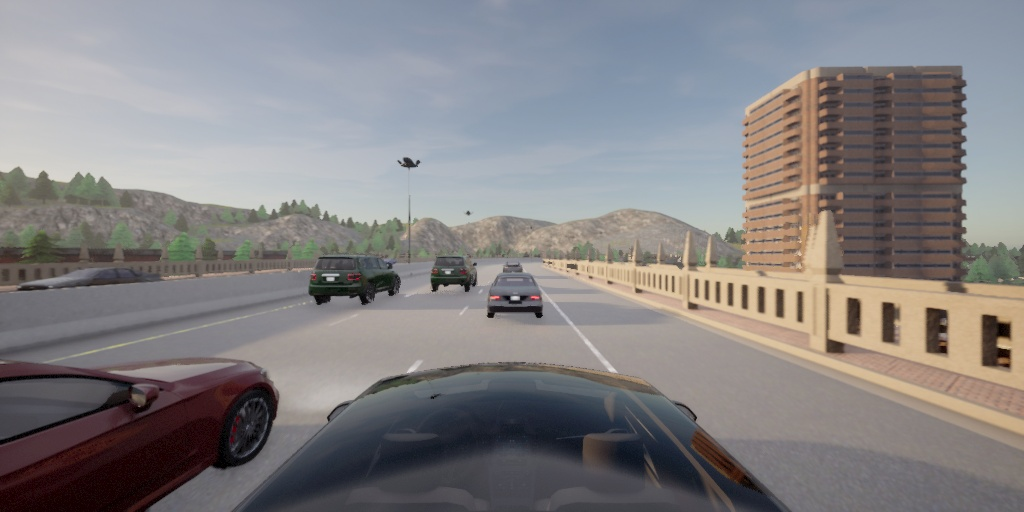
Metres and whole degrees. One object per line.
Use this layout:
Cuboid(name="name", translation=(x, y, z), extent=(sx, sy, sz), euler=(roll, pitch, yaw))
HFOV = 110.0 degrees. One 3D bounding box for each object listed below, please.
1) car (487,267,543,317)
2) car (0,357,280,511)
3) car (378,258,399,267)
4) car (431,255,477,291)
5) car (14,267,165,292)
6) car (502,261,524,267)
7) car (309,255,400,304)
Cuboid(name="car", translation=(0.094, 1.298, 13.143), extent=(2.033, 1.411, 5.357), euler=(0, 0, 0))
Cuboid(name="car", translation=(-3.414, 1.275, 1.912), extent=(1.812, 1.442, 4.674), euler=(0, 0, 0))
Cuboid(name="car", translation=(-21.031, 1.034, 61.157), extent=(1.882, 1.535, 5.008), euler=(0, 0, 0))
Cuboid(name="car", translation=(-3.411, 0.972, 21.792), extent=(2.150, 2.045, 5.566), euler=(0, 0, 0))
Cuboid(name="car", translation=(-21.101, 1.296, 18.384), extent=(2.033, 1.411, 5.357), euler=(0, 0, 0))
Cuboid(name="car", translation=(0.082, 1.243, 34.646), extent=(2.128, 1.511, 4.902), euler=(0, 0, 0))
Cuboid(name="car", translation=(-6.908, 0.971, 16.341), extent=(2.150, 2.045, 5.566), euler=(0, 0, 0))
